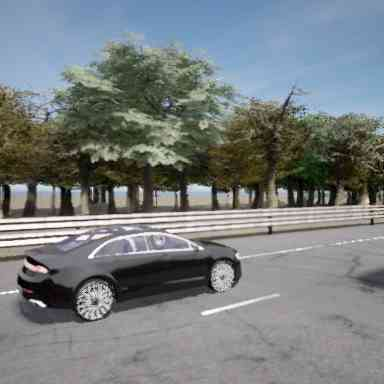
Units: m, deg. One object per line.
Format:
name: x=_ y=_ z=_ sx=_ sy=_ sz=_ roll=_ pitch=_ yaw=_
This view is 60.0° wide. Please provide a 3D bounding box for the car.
car: x=-1.036 y=1.495 z=7.254 sx=4.902 sy=1.511 sz=2.128 roll=0 pitch=0 yaw=-35
